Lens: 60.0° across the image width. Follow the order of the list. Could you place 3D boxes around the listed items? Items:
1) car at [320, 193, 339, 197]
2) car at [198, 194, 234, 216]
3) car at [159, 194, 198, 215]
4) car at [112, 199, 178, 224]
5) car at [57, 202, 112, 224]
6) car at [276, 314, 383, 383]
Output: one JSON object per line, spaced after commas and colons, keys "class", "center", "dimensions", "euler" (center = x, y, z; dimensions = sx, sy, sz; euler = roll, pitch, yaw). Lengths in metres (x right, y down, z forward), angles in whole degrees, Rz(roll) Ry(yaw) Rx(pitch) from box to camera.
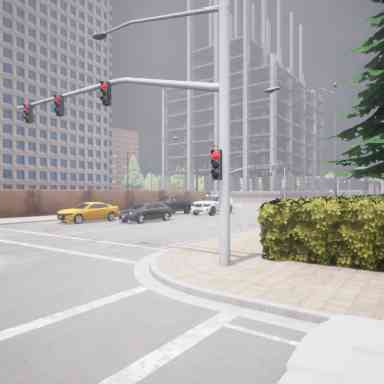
{"class": "car", "center": [16.371, 1.409, 41.380], "dimensions": [2.097, 1.767, 4.553], "euler": [0, 0, 35]}
{"class": "car", "center": [2.186, 1.277, 33.848], "dimensions": [2.150, 2.045, 5.566], "euler": [0, 0, 36]}
{"class": "car", "center": [-2.158, 1.277, 33.800], "dimensions": [2.150, 2.045, 5.566], "euler": [0, 0, 35]}
{"class": "car", "center": [-3.541, 1.560, 25.838], "dimensions": [1.837, 1.490, 4.892], "euler": [0, 0, 36]}
{"class": "car", "center": [-7.930, 1.533, 25.712], "dimensions": [1.882, 1.535, 5.008], "euler": [0, 0, 35]}
{"class": "car", "center": [2.878, 1.601, 1.914], "dimensions": [4.718, 1.301, 1.895], "euler": [0, 0, 36]}
